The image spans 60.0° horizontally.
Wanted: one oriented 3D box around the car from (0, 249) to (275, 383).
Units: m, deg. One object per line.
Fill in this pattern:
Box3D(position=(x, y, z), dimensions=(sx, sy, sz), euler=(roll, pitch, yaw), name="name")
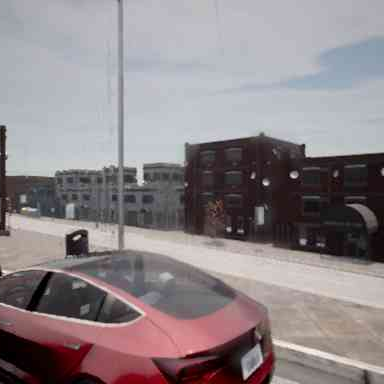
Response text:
Box3D(position=(-1.397, 1.506, 4.223), dimensions=(4.792, 1.488, 2.163), euler=(0, 0, 35), name="car")
